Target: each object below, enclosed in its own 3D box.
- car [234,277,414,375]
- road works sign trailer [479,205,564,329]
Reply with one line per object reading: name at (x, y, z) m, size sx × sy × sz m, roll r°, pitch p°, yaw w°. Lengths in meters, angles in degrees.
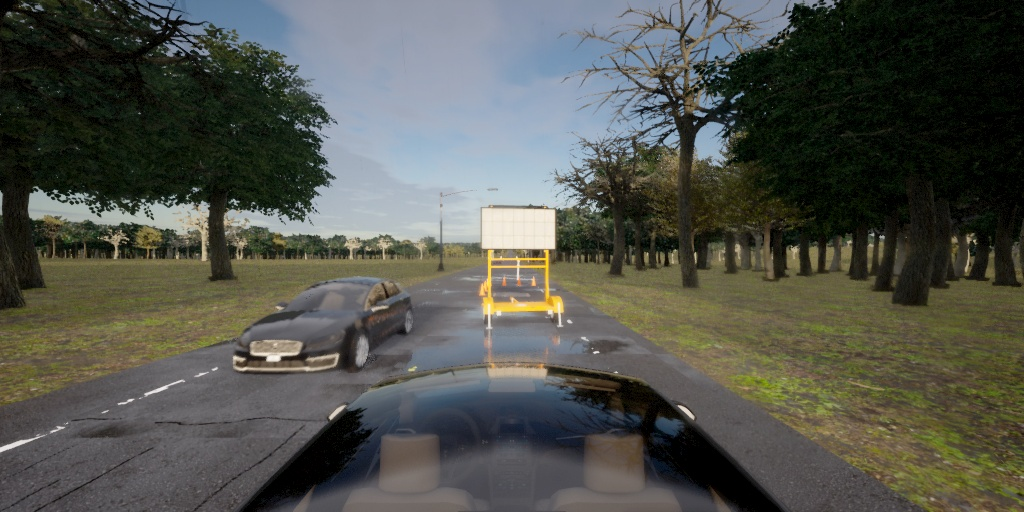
car at (-3.508, 1.252, 7.701) m, size 1.837 × 1.490 × 4.892 m, roll 0°, pitch 0°, yaw 0°
road works sign trailer at (0.182, 0.211, 11.364) m, size 2.380 × 3.560 × 2.880 m, roll 0°, pitch 0°, yaw -8°
